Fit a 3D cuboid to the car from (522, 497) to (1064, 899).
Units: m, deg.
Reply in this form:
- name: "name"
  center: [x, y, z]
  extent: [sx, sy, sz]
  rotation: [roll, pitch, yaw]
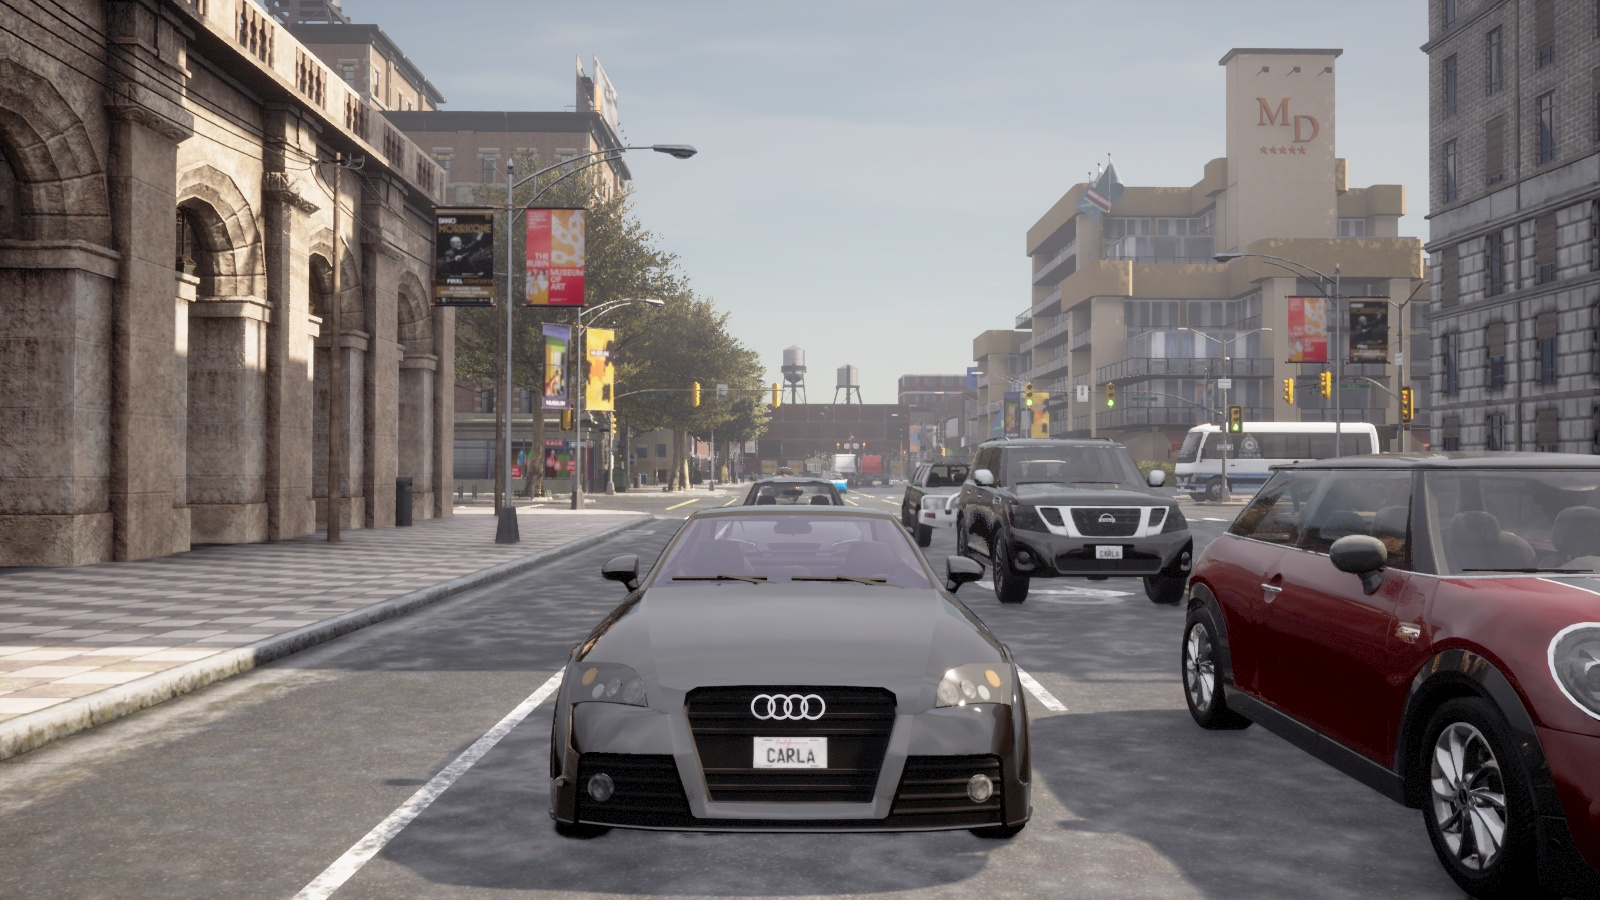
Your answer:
- name: "car"
  center: [-0.032, 0.991, 6.719]
  extent: [1.994, 1.385, 4.181]
  rotation: [0, -1, 0]

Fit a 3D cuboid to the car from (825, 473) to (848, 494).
- name: "car"
  center: [2.497, 2.302, 86.116]
  extent: [1.481, 1.376, 2.207]
  rotation: [0, -1, -1]

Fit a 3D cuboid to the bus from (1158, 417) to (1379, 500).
- name: "bus"
  center: [24.795, 0.460, 66.964]
  extent: [10.273, 4.253, 3.944]
  rotation: [0, -1, -1]

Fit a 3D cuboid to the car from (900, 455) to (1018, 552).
- name: "car"
  center: [3.346, 1.069, 27.326]
  extent: [1.932, 1.855, 4.605]
  rotation: [0, 1, -1]

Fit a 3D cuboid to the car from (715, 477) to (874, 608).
- name: "car"
  center: [-0.072, 1.105, 16.502]
  extent: [1.816, 1.474, 4.193]
  rotation: [0, -1, 0]

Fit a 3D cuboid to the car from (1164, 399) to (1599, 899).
- name: "car"
  center: [3.469, 0.760, 5.993]
  extent: [2.097, 1.767, 4.553]
  rotation: [0, -1, 0]

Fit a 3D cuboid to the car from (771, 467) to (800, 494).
- name: "car"
  center: [-1.039, 2.117, 88.457]
  extent: [1.932, 1.855, 4.605]
  rotation: [0, -1, -1]

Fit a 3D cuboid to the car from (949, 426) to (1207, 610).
- name: "car"
  center: [3.426, 0.801, 16.761]
  extent: [2.150, 2.045, 5.566]
  rotation: [0, -1, 0]
